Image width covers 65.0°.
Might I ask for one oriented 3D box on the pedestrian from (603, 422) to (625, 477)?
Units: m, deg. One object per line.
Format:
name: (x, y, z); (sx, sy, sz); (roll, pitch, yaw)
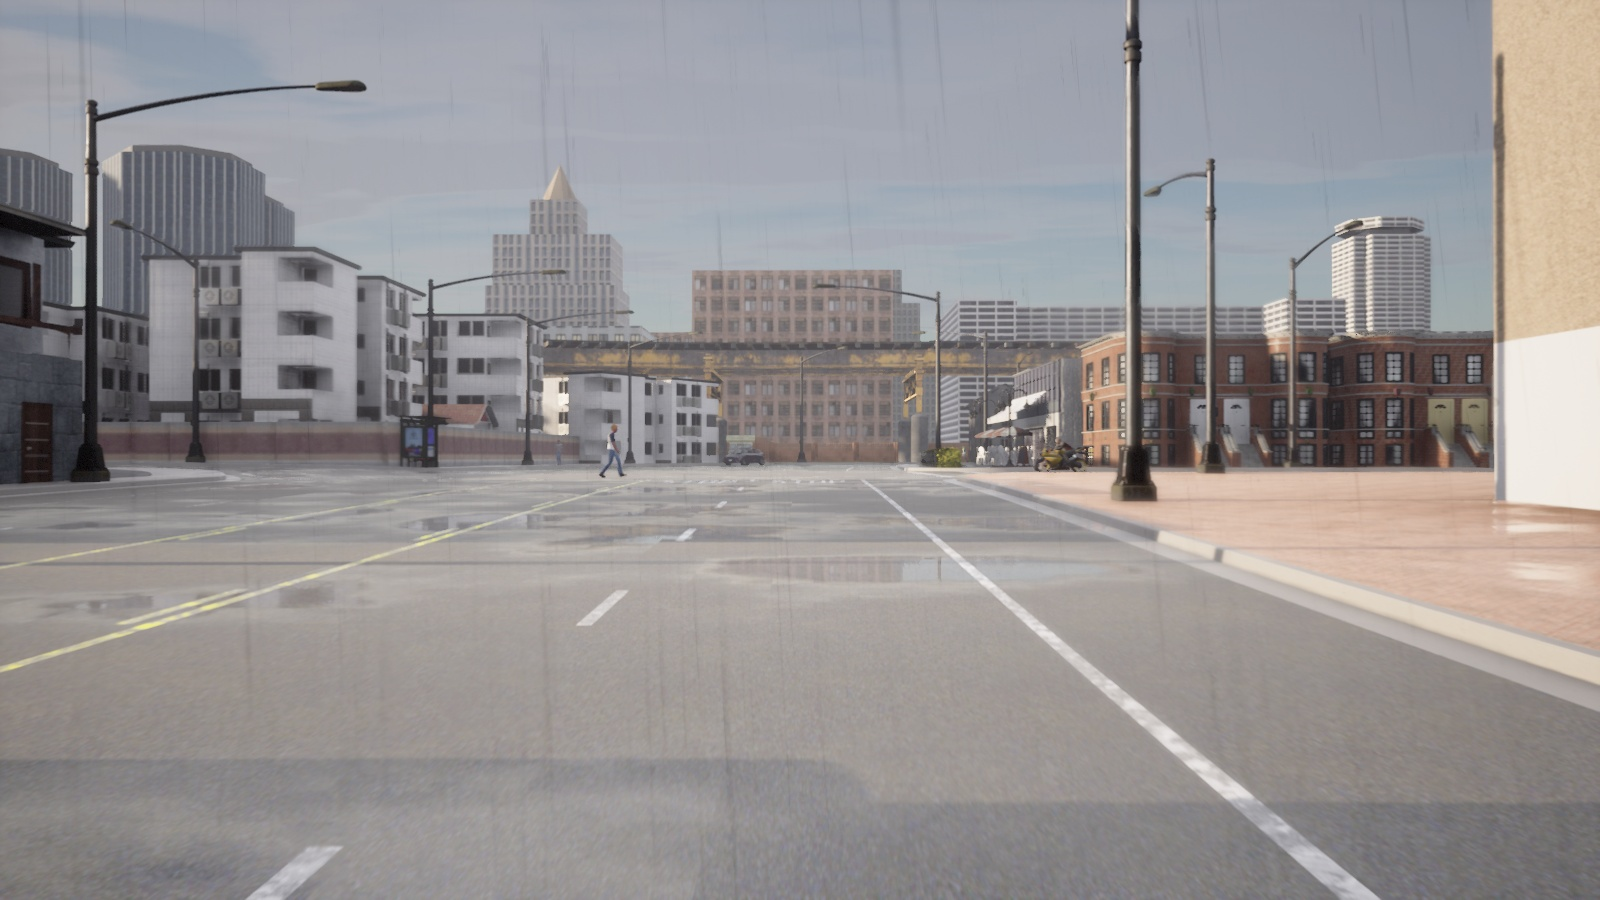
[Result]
pedestrian: (-6.222, -0.027, 42.078); (0.706, 1.836, 0.354); (0, 0, -3)

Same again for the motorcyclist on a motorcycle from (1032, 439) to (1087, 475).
motorcyclist on a motorcycle: (11.057, 0.305, 53.507); (2.191, 1.530, 0.866); (0, 0, 2)
